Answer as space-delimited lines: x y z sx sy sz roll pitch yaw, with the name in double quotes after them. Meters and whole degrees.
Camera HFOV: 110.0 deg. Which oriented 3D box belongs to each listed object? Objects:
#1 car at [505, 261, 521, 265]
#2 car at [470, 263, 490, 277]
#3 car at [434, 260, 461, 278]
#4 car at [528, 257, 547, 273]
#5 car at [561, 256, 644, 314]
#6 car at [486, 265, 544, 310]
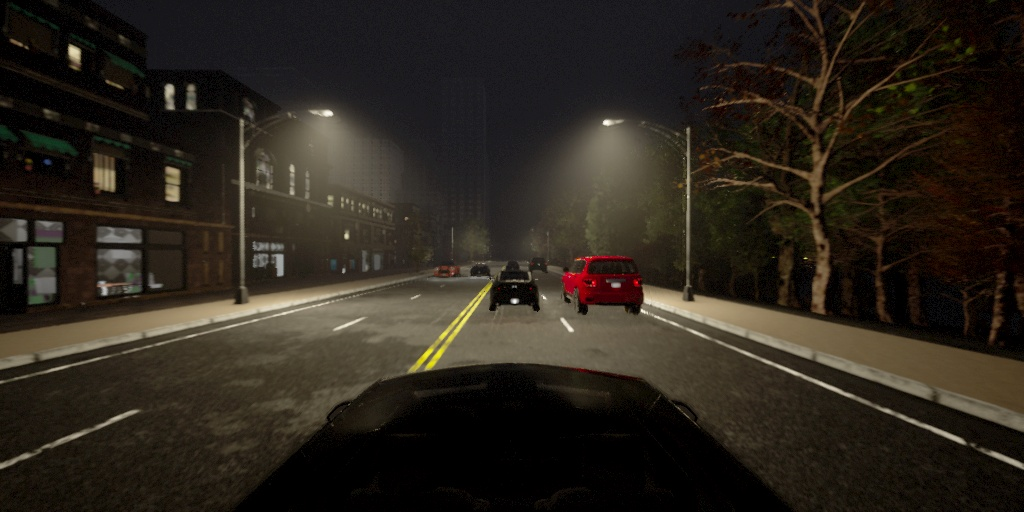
0.086 1.477 49.738 1.837 1.490 4.892 0 0 0 "car"
-3.345 1.486 38.586 1.994 1.385 4.181 0 0 0 "car"
-6.595 1.266 36.992 2.097 1.767 4.553 0 0 0 "car"
3.337 1.182 47.061 2.150 2.045 5.566 0 0 0 "car"
3.346 1.033 14.216 2.150 2.045 5.566 0 0 0 "car"
0.096 1.319 14.966 1.837 1.490 4.892 0 0 0 "car"
